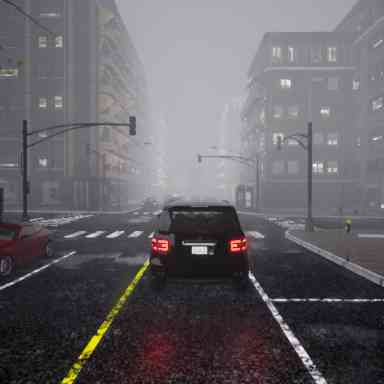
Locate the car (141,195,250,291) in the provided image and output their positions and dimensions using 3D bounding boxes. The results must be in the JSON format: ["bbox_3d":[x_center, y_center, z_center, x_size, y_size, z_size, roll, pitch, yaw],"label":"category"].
[{"bbox_3d":[0.171,1.221,9.114,2.150,2.045,5.566,0,0,1],"label":"car"}]

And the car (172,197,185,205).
[{"bbox_3d":[-2.466,1.563,61.610,1.994,1.385,4.181,0,0,1],"label":"car"}]

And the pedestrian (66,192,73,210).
[{"bbox_3d":[-12.395,0.902,33.504,0.375,1.860,0.375,0,-1,0],"label":"pedestrian"}]

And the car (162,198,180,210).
[{"bbox_3d":[-2.671,1.562,43.069,1.994,1.385,4.181,0,0,2],"label":"car"}]

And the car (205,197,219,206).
[{"bbox_3d":[3.204,1.549,53.630,2.008,1.369,4.403,0,0,1],"label":"car"}]

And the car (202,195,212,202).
[{"bbox_3d":[3.426,1.440,76.184,1.967,1.590,4.097,0,0,1],"label":"car"}]

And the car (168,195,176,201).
[{"bbox_3d":[-4.899,1.525,81.741,1.752,1.417,4.829,0,0,1],"label":"car"}]

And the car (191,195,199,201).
[{"bbox_3d":[0.806,1.477,82.715,1.882,1.535,5.008,0,0,1],"label":"car"}]

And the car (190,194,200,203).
[{"bbox_3d":[0.724,1.354,72.938,2.097,1.767,4.553,0,0,1],"label":"car"}]

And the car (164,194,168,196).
[{"bbox_3d":[-5.010,1.314,70.633,2.192,1.841,5.009,0,0,1],"label":"car"}]

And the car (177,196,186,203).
[{"bbox_3d":[-2.302,1.522,71.915,1.812,1.442,4.674,0,0,1],"label":"car"}]

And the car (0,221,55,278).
[{"bbox_3d":[-5.607,1.581,10.033,1.802,1.307,4.206,0,0,1],"label":"car"}]

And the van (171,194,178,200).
[{"bbox_3d":[-4.786,1.340,93.188,1.690,1.788,3.998,0,0,1],"label":"van"}]

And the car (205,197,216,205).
[{"bbox_3d":[3.260,1.543,59.268,1.887,1.381,4.507,0,0,1],"label":"car"}]
